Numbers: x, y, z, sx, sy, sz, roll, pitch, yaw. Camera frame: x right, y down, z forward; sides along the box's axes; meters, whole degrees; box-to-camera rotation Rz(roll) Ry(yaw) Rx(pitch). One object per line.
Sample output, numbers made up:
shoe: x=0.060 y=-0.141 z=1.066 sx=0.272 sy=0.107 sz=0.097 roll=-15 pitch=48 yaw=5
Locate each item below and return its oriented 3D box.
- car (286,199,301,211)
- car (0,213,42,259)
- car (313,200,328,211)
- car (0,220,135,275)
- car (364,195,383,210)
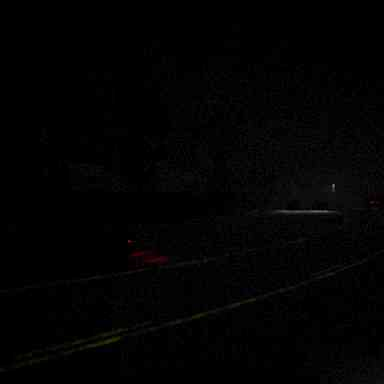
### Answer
car: x=14.339 y=1.785 z=46.862 sx=1.882 sy=1.535 sz=5.008 roll=-1 pitch=-1 yaw=19
car: x=-8.120 y=1.530 z=11.142 sx=5.357 sy=1.411 sz=2.033 roll=1 pitch=0 yaw=-34
car: x=17.697 y=1.824 z=45.862 sx=2.033 sy=1.411 sz=5.357 roll=-1 pitch=-1 yaw=19
car: x=-4.351 y=1.547 z=9.557 sx=5.357 sy=1.411 sz=2.033 roll=0 pitch=0 yaw=-36
car: x=25.367 y=1.448 z=46.104 sx=2.150 sy=2.045 sz=5.566 roll=-1 pitch=-1 yaw=19
